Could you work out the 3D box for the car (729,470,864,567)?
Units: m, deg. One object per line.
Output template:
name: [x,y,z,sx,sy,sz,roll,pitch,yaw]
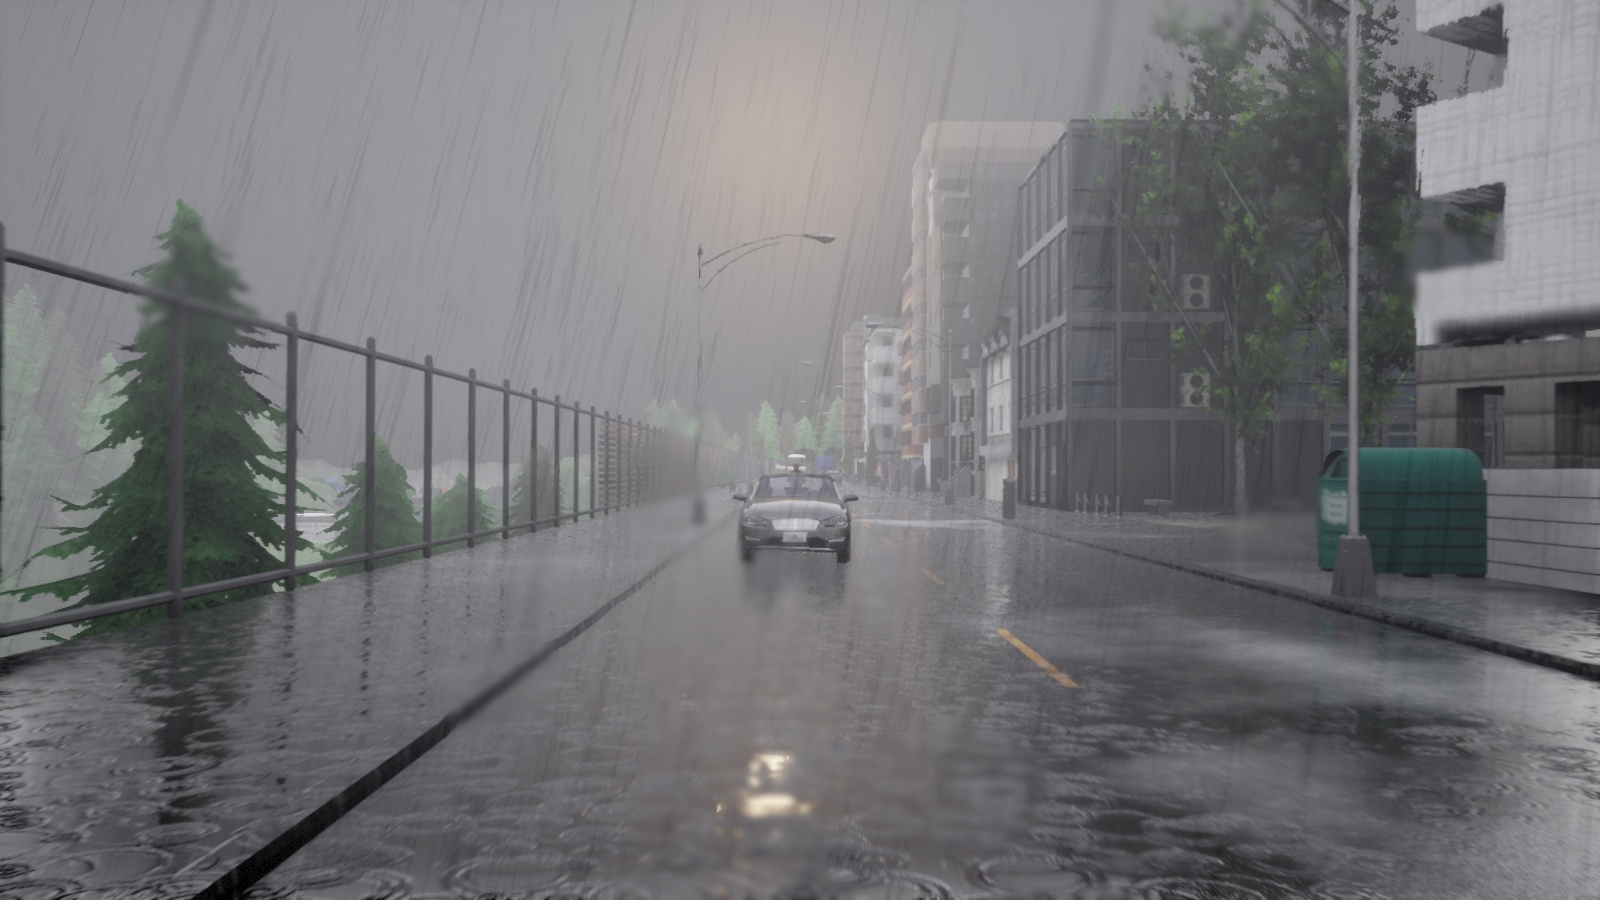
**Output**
car: [-0.061,1.117,22.217,2.128,1.511,4.902,0,-1,0]
